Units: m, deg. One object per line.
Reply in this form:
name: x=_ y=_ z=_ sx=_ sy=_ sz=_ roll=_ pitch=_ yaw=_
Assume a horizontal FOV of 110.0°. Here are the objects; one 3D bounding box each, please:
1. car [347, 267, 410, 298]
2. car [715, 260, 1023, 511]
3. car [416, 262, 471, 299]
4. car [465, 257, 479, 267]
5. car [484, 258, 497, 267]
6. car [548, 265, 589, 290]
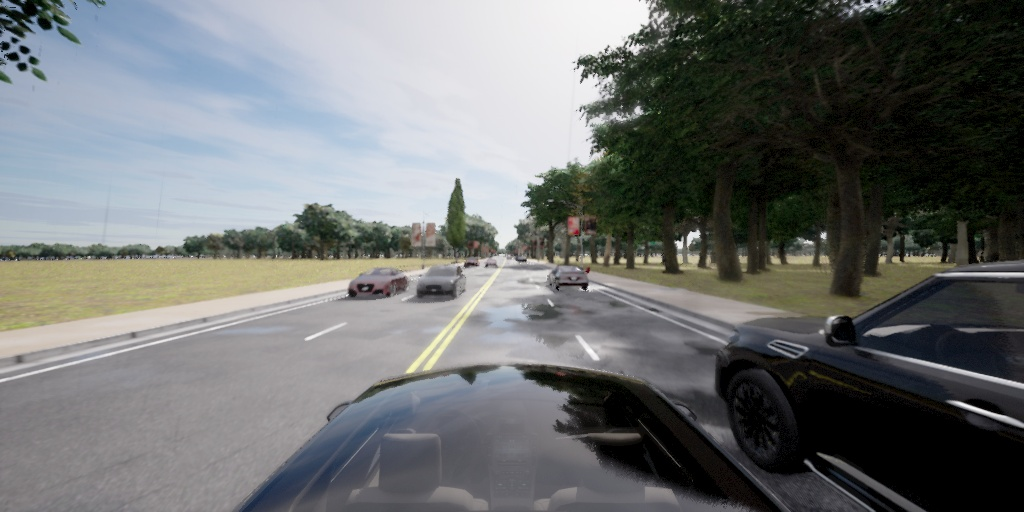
car: x=-6.613 y=1.271 z=18.162 sx=1.994 sy=1.385 sz=4.181 roll=0 pitch=0 yaw=0
car: x=3.338 y=0.972 z=1.639 sx=2.150 sy=2.045 sz=5.566 roll=0 pitch=0 yaw=0
car: x=-3.362 y=1.213 z=17.812 sx=1.837 sy=1.490 sz=4.892 roll=0 pitch=0 yaw=0
car: x=-6.705 y=0.952 z=60.342 sx=2.097 sy=1.767 sz=4.553 roll=0 pitch=0 yaw=0
car: x=-3.449 y=1.127 z=59.855 sx=1.812 sy=1.442 sz=4.674 roll=0 pitch=0 yaw=0
car: x=3.330 y=1.244 z=21.800 sx=2.033 sy=1.411 sz=5.357 roll=0 pitch=0 yaw=0
